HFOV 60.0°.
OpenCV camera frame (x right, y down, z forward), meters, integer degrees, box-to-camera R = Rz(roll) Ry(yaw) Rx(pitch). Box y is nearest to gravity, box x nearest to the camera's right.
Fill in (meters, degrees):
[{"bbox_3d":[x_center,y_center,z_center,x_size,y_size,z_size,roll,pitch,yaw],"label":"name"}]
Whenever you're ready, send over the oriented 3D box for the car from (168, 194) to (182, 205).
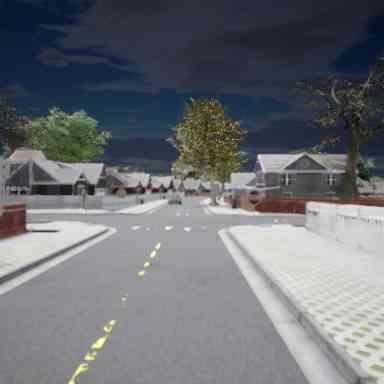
[{"bbox_3d":[-2.701,1.122,52.754,2.097,1.767,4.553,0,0,0],"label":"car"}]
